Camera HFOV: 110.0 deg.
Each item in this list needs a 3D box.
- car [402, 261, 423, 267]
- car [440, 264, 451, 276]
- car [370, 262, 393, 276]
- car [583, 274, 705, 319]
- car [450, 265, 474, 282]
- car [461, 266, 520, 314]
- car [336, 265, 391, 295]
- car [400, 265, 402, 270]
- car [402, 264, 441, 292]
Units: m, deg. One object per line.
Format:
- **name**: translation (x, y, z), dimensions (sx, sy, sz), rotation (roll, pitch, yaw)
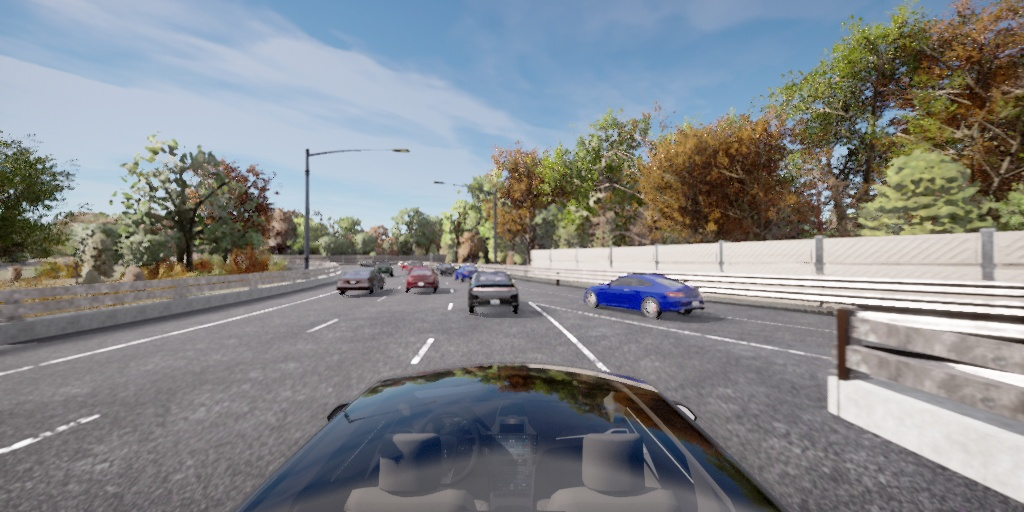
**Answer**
- **car**: translation (-11.401, 1.458, 42.198), dimensions (2.097, 1.767, 4.553), rotation (0, 0, -21)
- **car**: translation (-8.043, 1.638, 43.237), dimensions (1.812, 1.442, 4.674), rotation (0, -1, -21)
- **car**: translation (-15.336, 1.464, 42.539), dimensions (2.097, 1.767, 4.553), rotation (0, -1, -22)
- **car**: translation (4.665, 1.371, 13.310), dimensions (1.812, 1.442, 4.674), rotation (0, -1, -30)
- **car**: translation (-3.968, 1.539, 32.061), dimensions (1.812, 1.442, 4.674), rotation (0, 0, -20)
- **car**: translation (-0.839, 1.352, 14.469), dimensions (2.128, 1.511, 4.902), rotation (0, 0, -7)
- **car**: translation (-8.920, 1.474, 21.517), dimensions (2.033, 1.411, 5.357), rotation (0, 0, -10)
- **car**: translation (-18.044, 1.888, 62.723), dimensions (1.895, 1.301, 4.718), rotation (0, -1, -33)
- **car**: translation (-5.654, 1.461, 22.781), dimensions (1.812, 1.442, 4.674), rotation (0, -1, -11)
